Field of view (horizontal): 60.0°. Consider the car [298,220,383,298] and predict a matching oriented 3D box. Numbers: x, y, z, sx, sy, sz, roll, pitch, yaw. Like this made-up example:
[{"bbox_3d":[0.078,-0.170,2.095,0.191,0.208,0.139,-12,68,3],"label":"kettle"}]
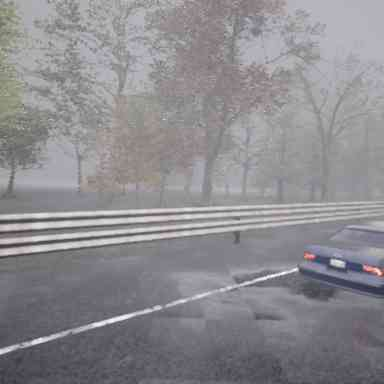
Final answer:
[{"bbox_3d":[4.676,1.421,8.006,5.357,1.411,2.033,0,3,-41],"label":"car"}]
